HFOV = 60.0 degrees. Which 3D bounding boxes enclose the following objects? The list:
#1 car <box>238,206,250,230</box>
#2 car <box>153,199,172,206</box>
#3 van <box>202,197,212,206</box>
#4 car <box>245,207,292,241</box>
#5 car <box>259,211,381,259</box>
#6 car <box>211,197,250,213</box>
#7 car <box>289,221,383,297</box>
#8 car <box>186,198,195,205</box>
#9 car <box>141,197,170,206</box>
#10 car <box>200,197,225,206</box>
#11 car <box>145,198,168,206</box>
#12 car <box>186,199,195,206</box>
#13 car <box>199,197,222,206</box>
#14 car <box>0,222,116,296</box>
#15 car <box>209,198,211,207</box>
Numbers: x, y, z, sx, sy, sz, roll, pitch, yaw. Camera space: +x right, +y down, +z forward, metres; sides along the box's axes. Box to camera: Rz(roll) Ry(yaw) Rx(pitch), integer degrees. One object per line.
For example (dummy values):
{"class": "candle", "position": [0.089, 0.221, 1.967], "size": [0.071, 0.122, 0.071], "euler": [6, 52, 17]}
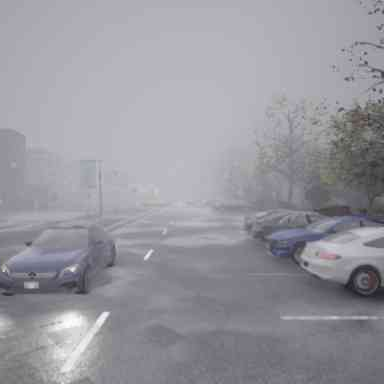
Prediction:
{"class": "car", "position": [5.079, 1.659, 17.844], "size": [4.674, 1.452, 2.002], "euler": [0, 0, 0]}
{"class": "car", "position": [-7.557, 2.607, 84.773], "size": [4.553, 1.767, 2.185], "euler": [0, -2, -1]}
{"class": "van", "position": [4.764, 1.912, 66.146], "size": [4.442, 1.987, 1.878], "euler": [0, -1, -1]}
{"class": "car", "position": [5.077, 1.595, 14.569], "size": [4.892, 1.521, 2.231], "euler": [0, 0, 0]}
{"class": "car", "position": [5.089, 1.568, 11.296], "size": [5.008, 1.535, 2.097], "euler": [0, 0, 0]}
{"class": "car", "position": [5.109, 1.682, 42.181], "size": [4.553, 1.767, 2.185], "euler": [0, 0, 0]}
{"class": "car", "position": [5.081, 1.584, 8.147], "size": [4.674, 1.452, 2.002], "euler": [0, 0, 0]}
{"class": "car", "position": [-0.416, 2.555, 85.730], "size": [2.097, 1.767, 4.553], "euler": [0, -2, 2]}
{"class": "car", "position": [-7.577, 2.144, 66.679], "size": [5.366, 1.575, 1.946], "euler": [0, -1, -1]}
{"class": "car", "position": [4.753, 2.206, 77.317], "size": [5.566, 2.045, 2.435], "euler": [0, -2, -1]}
{"class": "car", "position": [-7.387, 2.095, 69.601], "size": [4.553, 1.767, 2.185], "euler": [0, -1, -1]}
{"class": "car", "position": [-0.300, 2.516, 75.688], "size": [1.895, 1.301, 4.718], "euler": [0, -2, -1]}
{"class": "car", "position": [4.680, 2.409, 82.775], "size": [5.566, 2.045, 2.435], "euler": [0, -2, -1]}
{"class": "car", "position": [-3.283, 1.598, 9.018], "size": [1.812, 1.442, 4.674], "euler": [0, 0, -1]}
{"class": "car", "position": [5.036, 1.874, 45.350], "size": [4.674, 1.452, 2.002], "euler": [0, 0, 0]}
